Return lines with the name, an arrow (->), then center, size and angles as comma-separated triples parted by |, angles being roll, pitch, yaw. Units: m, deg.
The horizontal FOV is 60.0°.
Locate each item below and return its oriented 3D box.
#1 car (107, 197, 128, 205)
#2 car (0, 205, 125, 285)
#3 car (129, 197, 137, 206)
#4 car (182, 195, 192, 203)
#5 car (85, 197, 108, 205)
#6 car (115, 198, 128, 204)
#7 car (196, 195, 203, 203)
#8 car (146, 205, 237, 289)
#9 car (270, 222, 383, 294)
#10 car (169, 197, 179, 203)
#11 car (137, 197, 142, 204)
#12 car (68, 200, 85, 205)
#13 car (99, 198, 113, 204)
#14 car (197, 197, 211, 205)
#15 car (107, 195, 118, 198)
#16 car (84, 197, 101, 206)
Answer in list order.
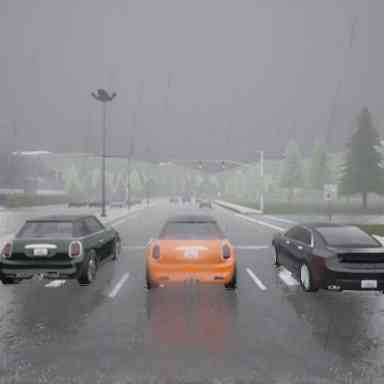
car -> -12.886, 2.033, 58.016 | 1.895, 1.301, 4.718 | 0, 0, 0
car -> -3.536, 1.426, 9.851 | 2.097, 1.767, 4.553 | 0, 0, -1
car -> -12.830, 2.059, 66.661 | 1.994, 1.385, 4.181 | 0, 0, 0
car -> -1.341, 1.856, 85.312 | 2.150, 2.045, 5.566 | 0, 0, 0
car -> -16.387, 2.030, 57.639 | 1.895, 1.301, 4.718 | 0, 0, 0
car -> -16.337, 2.171, 77.398 | 1.895, 1.301, 4.718 | 0, 0, 0
car -> 2.158, 2.157, 85.646 | 1.812, 1.442, 4.674 | 0, 0, 0
car -> -0.032, 1.423, 9.516 | 2.097, 1.767, 4.553 | 0, 0, -1
car -> 3.475, 1.573, 8.988 | 1.837, 1.490, 4.892 | 0, 0, -1
car -> -4.842, 2.132, 85.572 | 1.837, 1.490, 4.892 | 0, 0, 0
car -> -12.836, 1.926, 76.681 | 2.097, 1.767, 4.553 | 0, 0, 0
car -> -19.877, 2.032, 57.849 | 1.895, 1.301, 4.718 | 0, 0, 1
car -> -19.836, 2.168, 77.009 | 1.895, 1.301, 4.718 | 0, 0, 0
car -> 2.178, 1.929, 54.269 | 1.812, 1.442, 4.674 | 0, 0, 0
car -> -16.330, 1.726, 67.305 | 2.150, 2.045, 5.566 | 0, 0, 0
car -> -19.830, 1.852, 66.722 | 2.097, 1.767, 4.553 | 0, 0, 0
